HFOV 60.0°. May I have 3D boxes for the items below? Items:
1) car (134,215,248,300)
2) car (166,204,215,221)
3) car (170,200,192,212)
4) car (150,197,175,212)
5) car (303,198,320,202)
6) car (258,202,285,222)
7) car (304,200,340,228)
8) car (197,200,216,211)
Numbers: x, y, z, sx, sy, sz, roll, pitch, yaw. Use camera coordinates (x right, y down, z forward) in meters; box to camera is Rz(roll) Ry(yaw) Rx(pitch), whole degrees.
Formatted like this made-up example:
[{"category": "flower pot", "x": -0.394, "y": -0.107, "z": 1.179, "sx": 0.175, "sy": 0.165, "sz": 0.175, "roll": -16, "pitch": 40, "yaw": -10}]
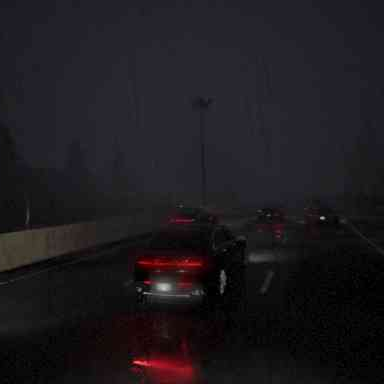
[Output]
[{"category": "car", "x": 0.232, "y": 1.586, "z": 8.727, "sx": 1.837, "sy": 1.490, "sz": 4.892, "roll": -2, "pitch": -1, "yaw": 19}, {"category": "car", "x": 0.168, "y": 1.684, "z": 19.341, "sx": 2.128, "sy": 1.511, "sz": 4.902, "roll": -2, "pitch": -1, "yaw": 19}, {"category": "car", "x": -1.529, "y": 2.027, "z": 48.427, "sx": 1.882, "sy": 1.535, "sz": 5.008, "roll": -2, "pitch": -1, "yaw": 15}, {"category": "car", "x": -4.452, "y": 1.902, "z": 51.005, "sx": 2.150, "sy": 2.045, "sz": 5.566, "roll": -2, "pitch": -1, "yaw": 13}, {"category": "car", "x": 13.491, "y": 1.398, "z": 37.014, "sx": 1.837, "sy": 1.490, "sz": 4.892, "roll": -2, "pitch": 0, "yaw": 18}, {"category": "car", "x": 6.468, "y": 1.569, "z": 26.985, "sx": 1.812, "sy": 1.442, "sz": 4.674, "roll": -2, "pitch": -1, "yaw": 19}, {"category": "car", "x": 8.239, "y": 1.485, "z": 21.309, "sx": 1.994, "sy": 1.385, "sz": 4.181, "roll": -2, "pitch": -1, "yaw": 19}, {"category": "car", "x": 2.230, "y": 1.984, "z": 48.924, "sx": 1.994, "sy": 1.385, "sz": 4.181, "roll": -2, "pitch": -1, "yaw": 14}]
